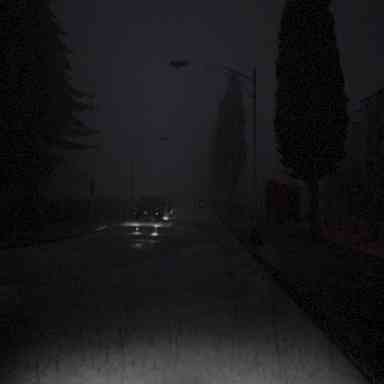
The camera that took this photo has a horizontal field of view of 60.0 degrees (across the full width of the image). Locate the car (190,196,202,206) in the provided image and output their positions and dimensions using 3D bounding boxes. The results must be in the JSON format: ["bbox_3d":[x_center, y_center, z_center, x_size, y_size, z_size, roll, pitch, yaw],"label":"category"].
[{"bbox_3d":[0.701,1.615,62.356,2.097,1.767,4.553,0,0,1],"label":"car"}]

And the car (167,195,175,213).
[{"bbox_3d":[-3.658,1.402,40.478,2.150,2.045,5.566,0,0,1],"label":"car"}]

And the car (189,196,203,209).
[{"bbox_3d":[0.617,1.749,47.911,2.033,1.411,5.357,0,0,0],"label":"car"}]

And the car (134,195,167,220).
[{"bbox_3d":[-3.779,1.358,30.043,2.150,2.045,5.566,0,0,1],"label":"car"}]
